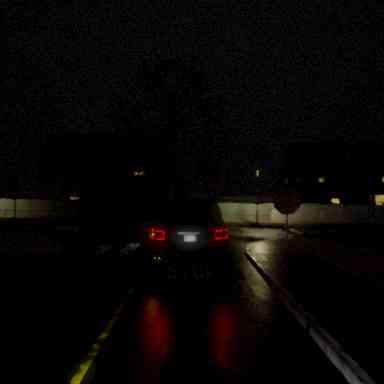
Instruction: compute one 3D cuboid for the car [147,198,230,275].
[{"bbox_3d":[-0.209,1.198,10.577,2.150,2.045,5.566,0,0,-3],"label":"car"}]
